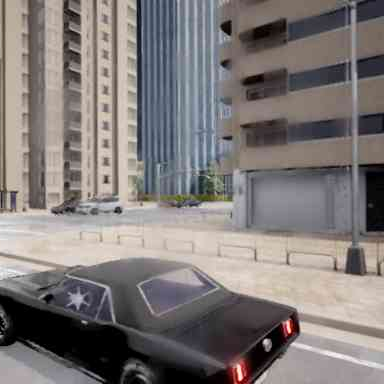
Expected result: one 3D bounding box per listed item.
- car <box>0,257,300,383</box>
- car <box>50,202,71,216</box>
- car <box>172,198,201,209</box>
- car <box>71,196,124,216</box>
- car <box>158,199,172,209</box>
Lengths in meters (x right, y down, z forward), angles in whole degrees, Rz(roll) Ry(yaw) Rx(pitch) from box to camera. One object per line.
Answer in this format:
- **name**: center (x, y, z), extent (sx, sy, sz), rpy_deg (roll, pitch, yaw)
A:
- **car**: center (-1.092, 1.632, 4.740), extent (4.718, 1.301, 1.895), rpy_deg (-1, 0, 36)
- **car**: center (-13.682, 1.851, 37.973), extent (1.837, 1.490, 4.892), rpy_deg (-1, 0, 35)
- **car**: center (-0.499, 1.741, 50.599), extent (1.837, 1.490, 4.892), rpy_deg (-1, 0, 35)
- **car**: center (-10.092, 1.537, 37.009), extent (2.150, 2.045, 5.566), rpy_deg (-1, 0, 35)
- **car**: center (-3.369, 1.921, 52.599), extent (1.812, 1.442, 4.674), rpy_deg (-1, 0, 35)
